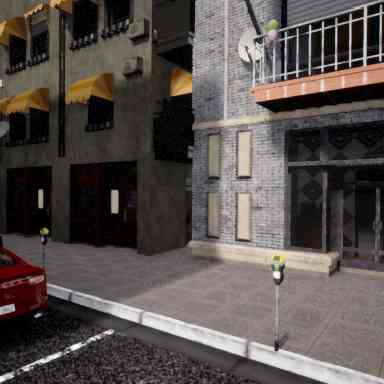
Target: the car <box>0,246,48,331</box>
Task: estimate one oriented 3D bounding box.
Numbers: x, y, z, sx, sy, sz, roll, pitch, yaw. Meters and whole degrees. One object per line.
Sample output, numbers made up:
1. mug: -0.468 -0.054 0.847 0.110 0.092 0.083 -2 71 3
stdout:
1. car: -4.460 1.544 6.051 4.507 1.381 1.887 0 1 36
